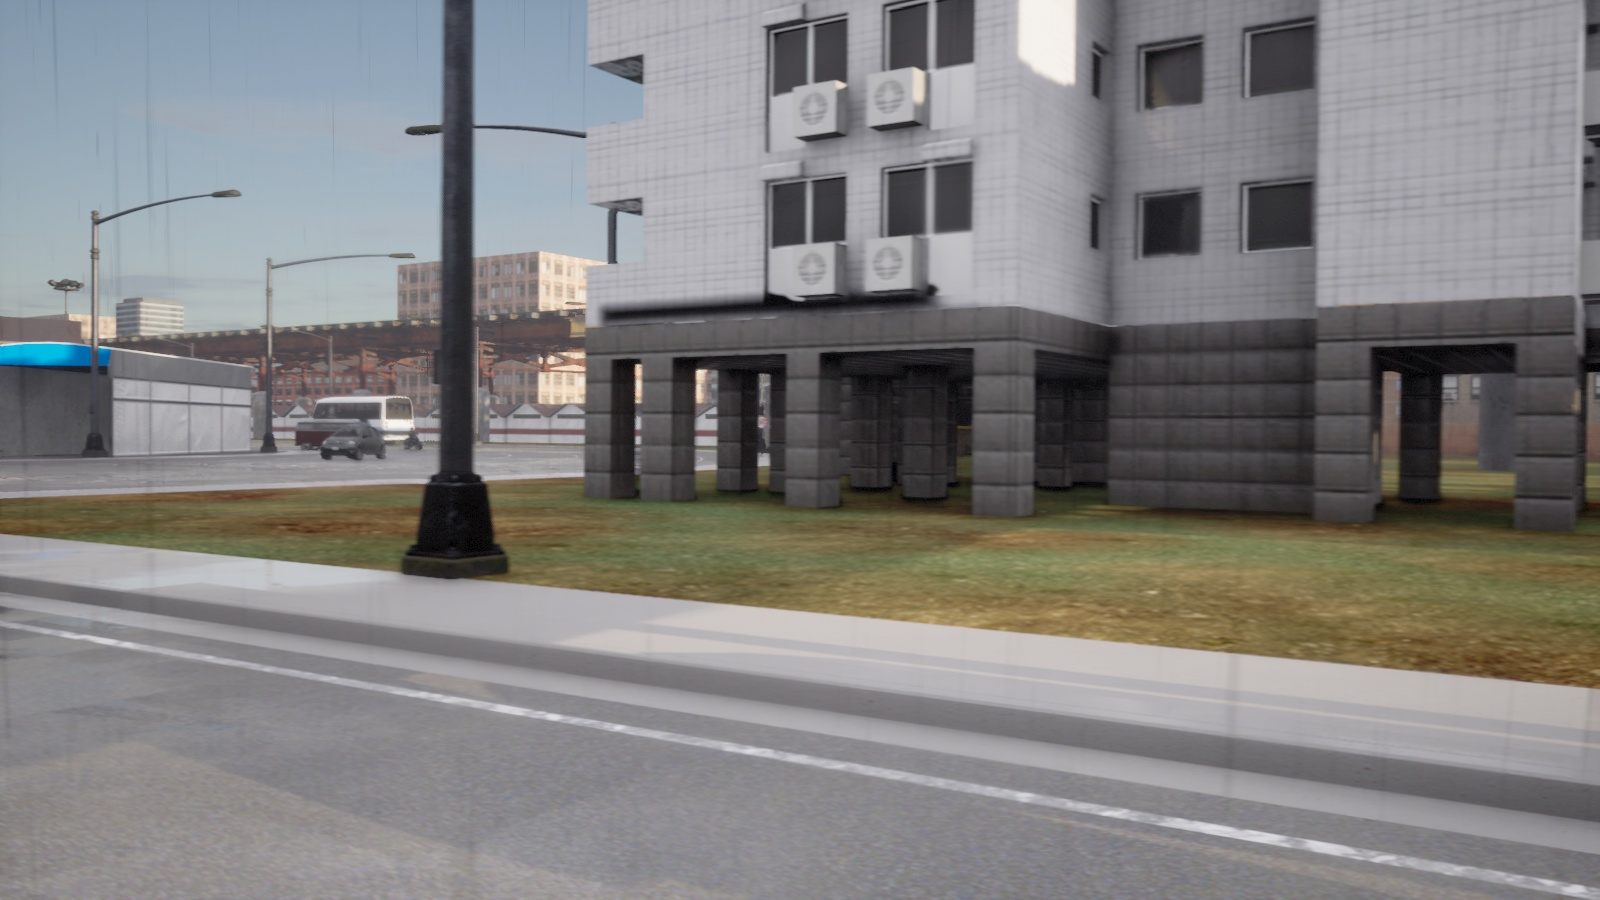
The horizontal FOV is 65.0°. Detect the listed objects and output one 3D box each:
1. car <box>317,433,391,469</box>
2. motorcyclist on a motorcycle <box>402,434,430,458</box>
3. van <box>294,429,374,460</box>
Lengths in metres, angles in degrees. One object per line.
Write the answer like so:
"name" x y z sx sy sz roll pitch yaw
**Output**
"car" -20.980 0.002 59.254 1.851 1.617 3.988 0 1 4
"motorcyclist on a motorcycle" -26.921 -0.289 88.024 2.350 1.649 0.766 1 2 45
"van" -29.912 -0.358 80.669 4.442 1.987 1.775 -1 1 1
